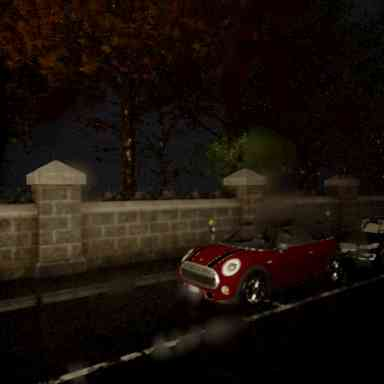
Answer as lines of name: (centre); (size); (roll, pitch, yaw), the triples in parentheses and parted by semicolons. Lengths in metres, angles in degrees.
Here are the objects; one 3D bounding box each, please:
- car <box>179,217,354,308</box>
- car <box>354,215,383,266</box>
car: (1.673, 1.398, 7.754); (4.097, 1.590, 1.967); (-1, 0, -35)
car: (6.258, 1.470, 11.025); (4.403, 1.369, 2.008); (0, 0, -36)
